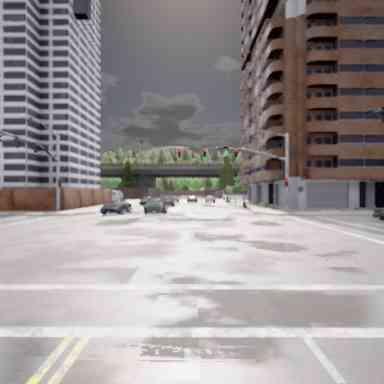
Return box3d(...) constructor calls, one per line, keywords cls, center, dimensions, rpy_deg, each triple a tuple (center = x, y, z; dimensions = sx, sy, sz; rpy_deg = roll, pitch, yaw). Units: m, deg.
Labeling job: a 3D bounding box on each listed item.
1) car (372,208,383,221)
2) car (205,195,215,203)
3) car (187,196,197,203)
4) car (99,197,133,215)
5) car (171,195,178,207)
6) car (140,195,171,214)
box3d(cls="car", center=(16.031, 1.442, 24.643), dimensions=(4.892, 1.490, 1.837), rpy_deg=(0, 0, 0))
box3d(cls="car", center=(3.544, 1.362, 64.689), dimensions=(1.812, 1.442, 4.674), rpy_deg=(0, 0, 0))
box3d(cls="car", center=(0.044, 1.401, 64.690), dimensions=(1.994, 1.385, 4.181), rpy_deg=(0, 0, 0))
box3d(cls="car", center=(-7.311, 1.465, 32.707), dimensions=(2.033, 1.411, 5.357), rpy_deg=(0, 0, 5))
box3d(cls="car", center=(-3.545, 1.230, 47.971), dimensions=(2.097, 1.767, 4.553), rpy_deg=(0, 0, 0))
box3d(cls="car", center=(-3.569, 1.267, 33.387), dimensions=(2.097, 1.767, 4.553), rpy_deg=(0, 0, 0))
